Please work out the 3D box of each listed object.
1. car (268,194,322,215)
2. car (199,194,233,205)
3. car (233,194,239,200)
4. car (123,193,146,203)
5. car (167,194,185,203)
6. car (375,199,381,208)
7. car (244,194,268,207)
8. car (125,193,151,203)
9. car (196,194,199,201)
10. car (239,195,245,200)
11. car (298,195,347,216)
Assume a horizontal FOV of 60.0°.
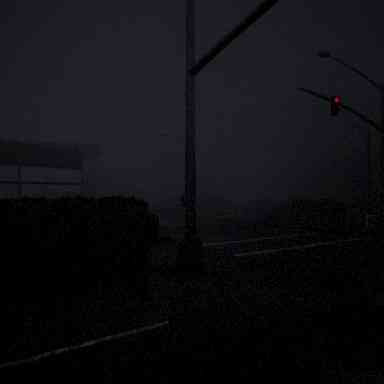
[{"bbox_3d":[10.184,1.330,32.521,5.027,1.636,2.152,0,0,-35],"label":"car"},{"bbox_3d":[3.944,1.298,54.826,4.514,1.523,2.007,0,0,-35],"label":"car"},{"bbox_3d":[9.441,1.232,77.918,3.806,1.475,1.970,0,0,-35],"label":"car"},{"bbox_3d":[-10.961,1.077,63.595,3.866,1.878,1.905,0,0,-35],"label":"car"},{"bbox_3d":[-2.634,1.097,65.428,4.605,1.855,1.932,0,0,-35],"label":"car"},{"bbox_3d":[25.542,1.384,43.130,3.806,1.475,1.970,0,0,-35],"label":"car"},{"bbox_3d":[9.654,1.320,46.625,3.633,1.501,1.845,0,0,-35],"label":"car"},{"bbox_3d":[-9.550,1.361,60.523,3.806,1.475,1.970,0,0,-35],"label":"car"},{"bbox_3d":[1.567,1.298,76.863,4.514,1.523,2.007,0,0,-35],"label":"car"},{"bbox_3d":[13.395,1.154,72.853,5.027,1.636,2.152,0,0,-35],"label":"car"},{"bbox_3d":[12.030,1.340,29.984,4.514,1.523,2.007,0,0,-35],"label":"car"}]
